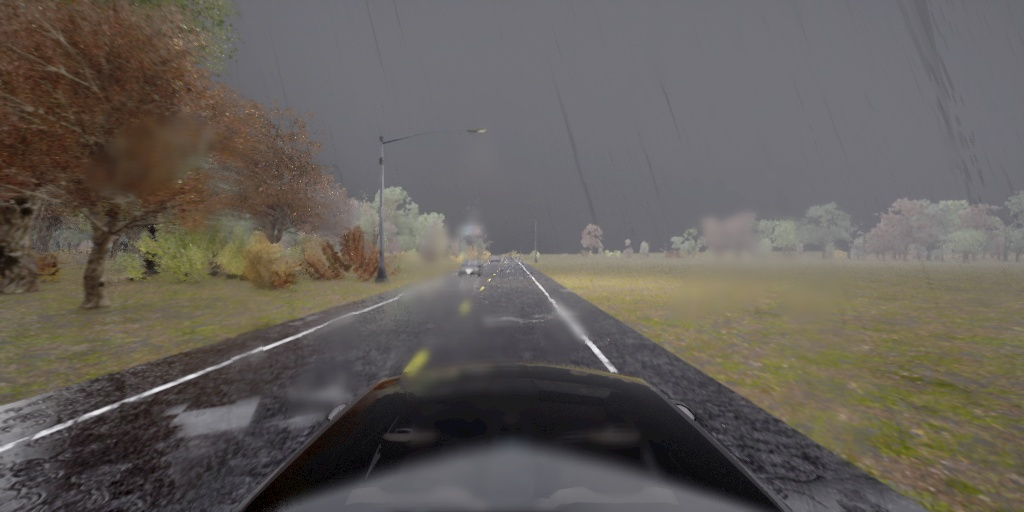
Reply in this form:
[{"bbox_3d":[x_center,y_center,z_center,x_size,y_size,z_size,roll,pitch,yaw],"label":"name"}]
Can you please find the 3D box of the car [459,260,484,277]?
[{"bbox_3d":[-3.598,1.085,32.406,2.128,1.511,4.902,0,0,0],"label":"car"}]
